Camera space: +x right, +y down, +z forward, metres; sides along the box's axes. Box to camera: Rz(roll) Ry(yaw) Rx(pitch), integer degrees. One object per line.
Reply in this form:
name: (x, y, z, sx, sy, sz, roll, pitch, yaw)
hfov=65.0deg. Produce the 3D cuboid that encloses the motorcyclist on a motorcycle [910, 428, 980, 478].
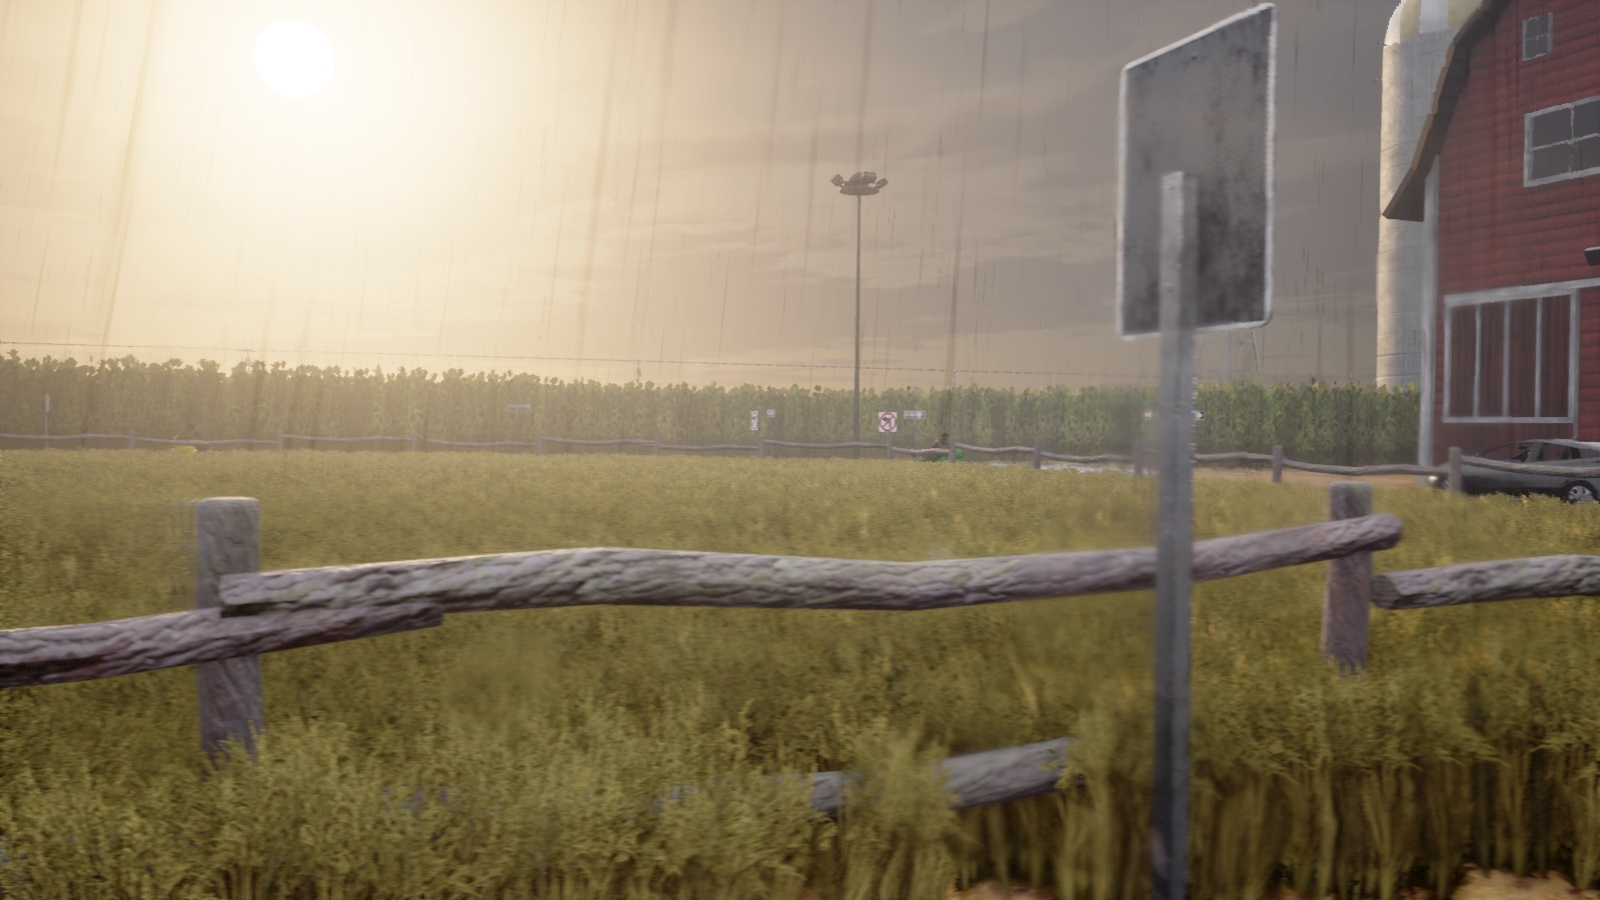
motorcyclist on a motorcycle: (4.592, 0.088, 39.842, 2.044, 1.523, 0.797, 0, 4, 33)

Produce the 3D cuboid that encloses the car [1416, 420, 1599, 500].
car: (15.475, 0.159, 26.171, 2.007, 1.525, 4.514, -1, 1, -24)

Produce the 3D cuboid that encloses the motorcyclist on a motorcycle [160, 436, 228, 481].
motorcyclist on a motorcycle: (-21.168, 0.278, 43.895, 2.044, 1.523, 0.797, -1, 1, -21)
